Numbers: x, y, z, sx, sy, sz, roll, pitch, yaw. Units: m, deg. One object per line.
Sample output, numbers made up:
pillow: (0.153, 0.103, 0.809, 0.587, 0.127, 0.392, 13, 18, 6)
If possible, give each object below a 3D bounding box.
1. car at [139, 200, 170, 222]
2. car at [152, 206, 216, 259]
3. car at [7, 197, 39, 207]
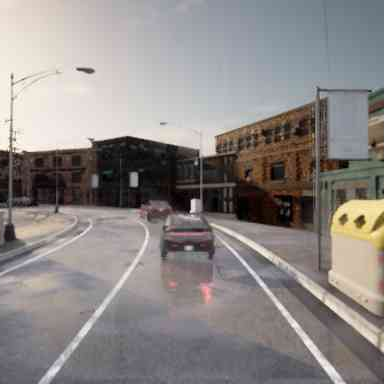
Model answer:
car: (-3.036, 1.422, 27.543, 2.097, 1.767, 4.553, 0, 0, -18)
car: (-0.247, 1.524, 12.709, 2.128, 1.511, 4.902, 0, 0, -4)
car: (-24.589, 1.474, 48.298, 5.357, 1.411, 2.033, 1, -1, 31)
